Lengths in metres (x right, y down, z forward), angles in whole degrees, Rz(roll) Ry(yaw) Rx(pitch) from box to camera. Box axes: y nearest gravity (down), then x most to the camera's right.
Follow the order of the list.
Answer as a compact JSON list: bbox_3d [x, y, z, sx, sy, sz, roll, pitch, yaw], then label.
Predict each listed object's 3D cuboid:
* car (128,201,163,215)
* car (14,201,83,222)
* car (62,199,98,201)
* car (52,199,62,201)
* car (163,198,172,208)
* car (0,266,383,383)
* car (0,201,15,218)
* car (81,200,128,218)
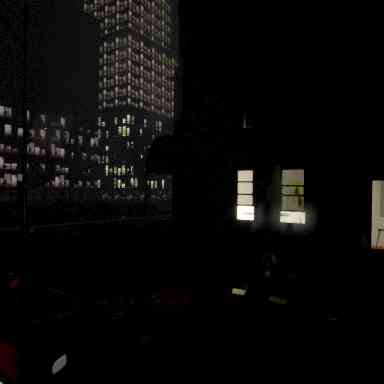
[{"bbox_3d":[-5.543,1.773,36.483,1.802,1.307,4.206,1,0,34],"label":"car"},{"bbox_3d":[-11.721,1.690,27.428,2.008,1.369,4.403,1,0,34],"label":"car"},{"bbox_3d":[-11.692,1.578,37.958,2.128,1.511,4.902,1,0,34],"label":"car"},{"bbox_3d":[-15.167,1.474,37.700,1.967,1.590,4.097,1,0,34],"label":"car"},{"bbox_3d":[-3.093,1.652,50.511,2.128,1.511,4.902,1,0,35],"label":"car"},{"bbox_3d":[-0.024,1.544,2.839,4.507,1.381,1.887,0,1,34],"label":"car"},{"bbox_3d":[-17.556,1.543,29.373,1.837,1.490,4.892,1,0,34],"label":"car"},{"bbox_3d":[-8.631,1.731,31.956,1.947,1.339,4.313,1,0,34],"label":"car"}]
